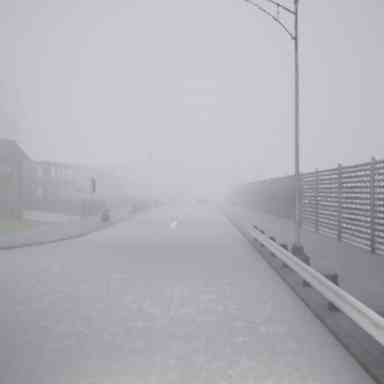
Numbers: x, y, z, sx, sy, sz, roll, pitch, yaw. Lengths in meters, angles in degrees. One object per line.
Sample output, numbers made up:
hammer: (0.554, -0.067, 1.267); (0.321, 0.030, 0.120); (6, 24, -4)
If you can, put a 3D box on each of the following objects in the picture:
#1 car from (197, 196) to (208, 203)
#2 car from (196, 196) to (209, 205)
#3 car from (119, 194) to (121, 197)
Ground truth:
car: (1.971, 1.403, 63.481); (1.994, 1.385, 4.181); (0, 0, 2)
car: (1.669, 1.428, 53.426); (1.994, 1.385, 4.181); (0, 0, 2)
car: (-15.288, 1.081, 64.429); (3.633, 1.501, 1.845); (0, 0, 2)
